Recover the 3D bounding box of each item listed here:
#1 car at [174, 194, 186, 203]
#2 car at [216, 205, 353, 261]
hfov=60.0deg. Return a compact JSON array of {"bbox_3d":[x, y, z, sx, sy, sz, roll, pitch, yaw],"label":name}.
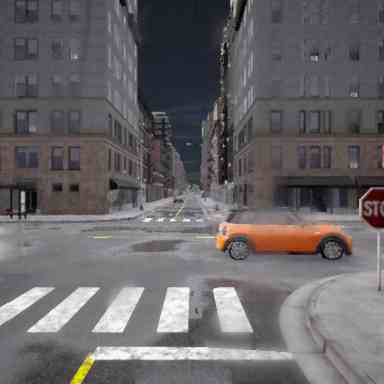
[{"bbox_3d":[-2.755,1.523,68.853,1.882,1.535,5.008,0,0,0],"label":"car"},{"bbox_3d":[3.141,1.354,11.756,4.553,1.767,2.097,0,0,0],"label":"car"}]
